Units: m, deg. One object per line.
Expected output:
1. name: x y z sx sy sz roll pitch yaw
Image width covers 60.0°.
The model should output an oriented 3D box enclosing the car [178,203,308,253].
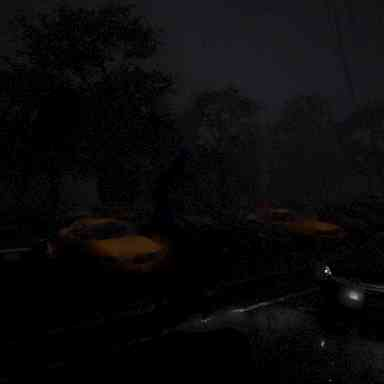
1. car: 1.808 1.443 13.489 2.231 1.521 4.892 0 0 -35

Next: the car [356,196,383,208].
1. car: 26.020 1.350 46.520 1.946 1.575 5.366 0 0 -35

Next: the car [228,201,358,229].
1. car: 4.181 1.423 14.942 1.946 1.575 5.366 0 0 -35

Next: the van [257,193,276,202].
1. van: 5.535 1.135 32.324 1.878 1.987 4.442 0 0 -35

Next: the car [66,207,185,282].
1. car: -2.606 1.471 10.115 1.946 1.575 5.366 0 0 -35

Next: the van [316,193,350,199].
1. van: 16.715 1.096 40.275 1.878 1.987 4.442 0 0 -35

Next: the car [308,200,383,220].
1. car: 8.616 1.424 18.287 2.163 1.488 4.792 0 0 -35

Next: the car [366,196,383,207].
1. car: 28.172 1.401 48.274 2.002 1.452 4.674 0 0 -35

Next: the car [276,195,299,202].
1. car: 7.857 1.345 33.839 2.097 1.535 5.008 0 0 -35

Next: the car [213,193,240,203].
1. car: 1.104 1.141 28.996 2.435 2.045 5.566 0 0 -35

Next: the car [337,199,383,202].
1. car: 10.878 1.408 19.896 2.163 1.488 4.792 0 0 -35

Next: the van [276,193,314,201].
1. van: 10.193 1.106 35.360 1.878 1.987 4.442 0 0 -36

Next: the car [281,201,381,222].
1. car: 6.353 1.440 16.678 2.163 1.488 4.792 0 0 -35

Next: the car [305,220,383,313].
1. car: 4.645 1.473 6.999 4.674 1.442 1.812 0 0 -36

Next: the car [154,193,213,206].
1. car: -1.154 1.157 27.390 2.435 2.045 5.566 0 0 -35

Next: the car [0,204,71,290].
1. car: -4.959 1.364 8.632 2.185 1.767 4.553 0 0 -35

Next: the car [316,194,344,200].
1. car: 14.508 1.349 38.597 2.163 1.488 4.792 0 0 -35

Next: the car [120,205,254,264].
1. car: -0.448 1.459 11.870 2.231 1.521 4.892 0 0 -35

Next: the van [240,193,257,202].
1. van: 3.412 1.151 30.528 1.878 1.987 4.442 0 0 -35

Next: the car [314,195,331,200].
1. car: 12.357 1.352 37.068 2.163 1.488 4.792 0 0 -35

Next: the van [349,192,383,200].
1. van: 13.055 1.137 21.622 1.878 1.987 4.442 0 0 -35

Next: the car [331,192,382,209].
1. car: 21.382 1.085 43.485 2.435 2.045 5.566 0 0 -35

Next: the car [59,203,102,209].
1. car: -8.046 1.496 22.528 2.002 1.452 4.674 0 0 -35

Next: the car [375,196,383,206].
1. car: 30.445 1.399 49.858 2.163 1.488 4.792 0 0 -35

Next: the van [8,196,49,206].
1. van: -10.371 1.246 21.014 1.878 1.987 4.442 0 0 -35

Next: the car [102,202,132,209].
1. car: -5.682 1.440 24.198 2.097 1.535 5.008 0 0 -35

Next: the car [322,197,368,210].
1. car: 19.158 1.357 41.833 2.163 1.488 4.792 0 0 -35
